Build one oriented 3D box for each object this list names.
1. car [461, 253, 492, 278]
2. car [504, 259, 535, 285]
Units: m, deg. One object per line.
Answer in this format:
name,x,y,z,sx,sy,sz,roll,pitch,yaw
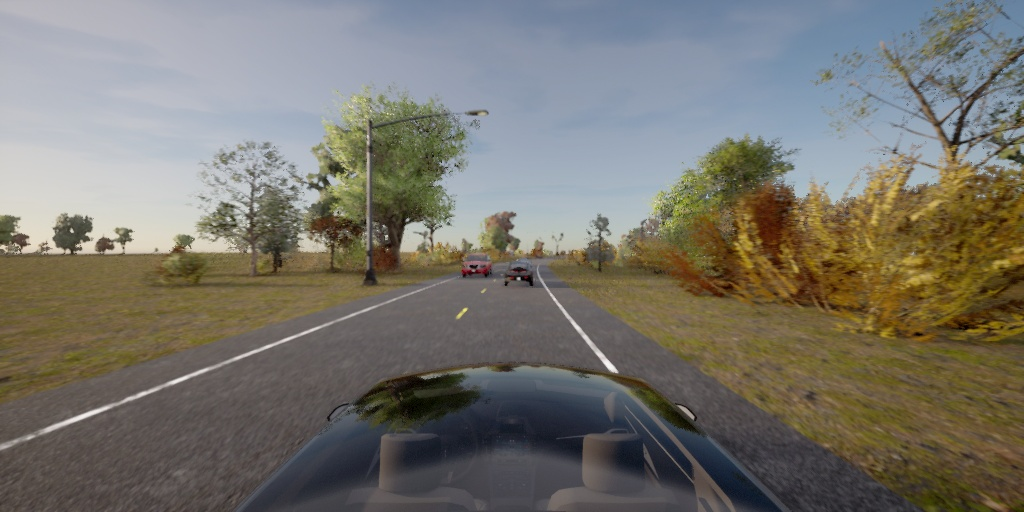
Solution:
car,-2.970,0.772,31.366,2.150,2.045,5.566,0,1,2
car,0.486,1.115,24.100,1.837,1.490,4.892,0,0,2
